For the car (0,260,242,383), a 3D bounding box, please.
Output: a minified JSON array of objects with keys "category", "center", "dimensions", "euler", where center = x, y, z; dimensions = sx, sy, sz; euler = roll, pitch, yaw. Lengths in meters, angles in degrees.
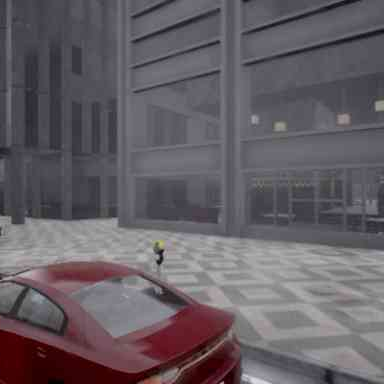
[{"category":"car","center":[-1.602,1.549,4.109],"dimensions":[4.507,1.381,1.887],"euler":[0,0,36]}]
